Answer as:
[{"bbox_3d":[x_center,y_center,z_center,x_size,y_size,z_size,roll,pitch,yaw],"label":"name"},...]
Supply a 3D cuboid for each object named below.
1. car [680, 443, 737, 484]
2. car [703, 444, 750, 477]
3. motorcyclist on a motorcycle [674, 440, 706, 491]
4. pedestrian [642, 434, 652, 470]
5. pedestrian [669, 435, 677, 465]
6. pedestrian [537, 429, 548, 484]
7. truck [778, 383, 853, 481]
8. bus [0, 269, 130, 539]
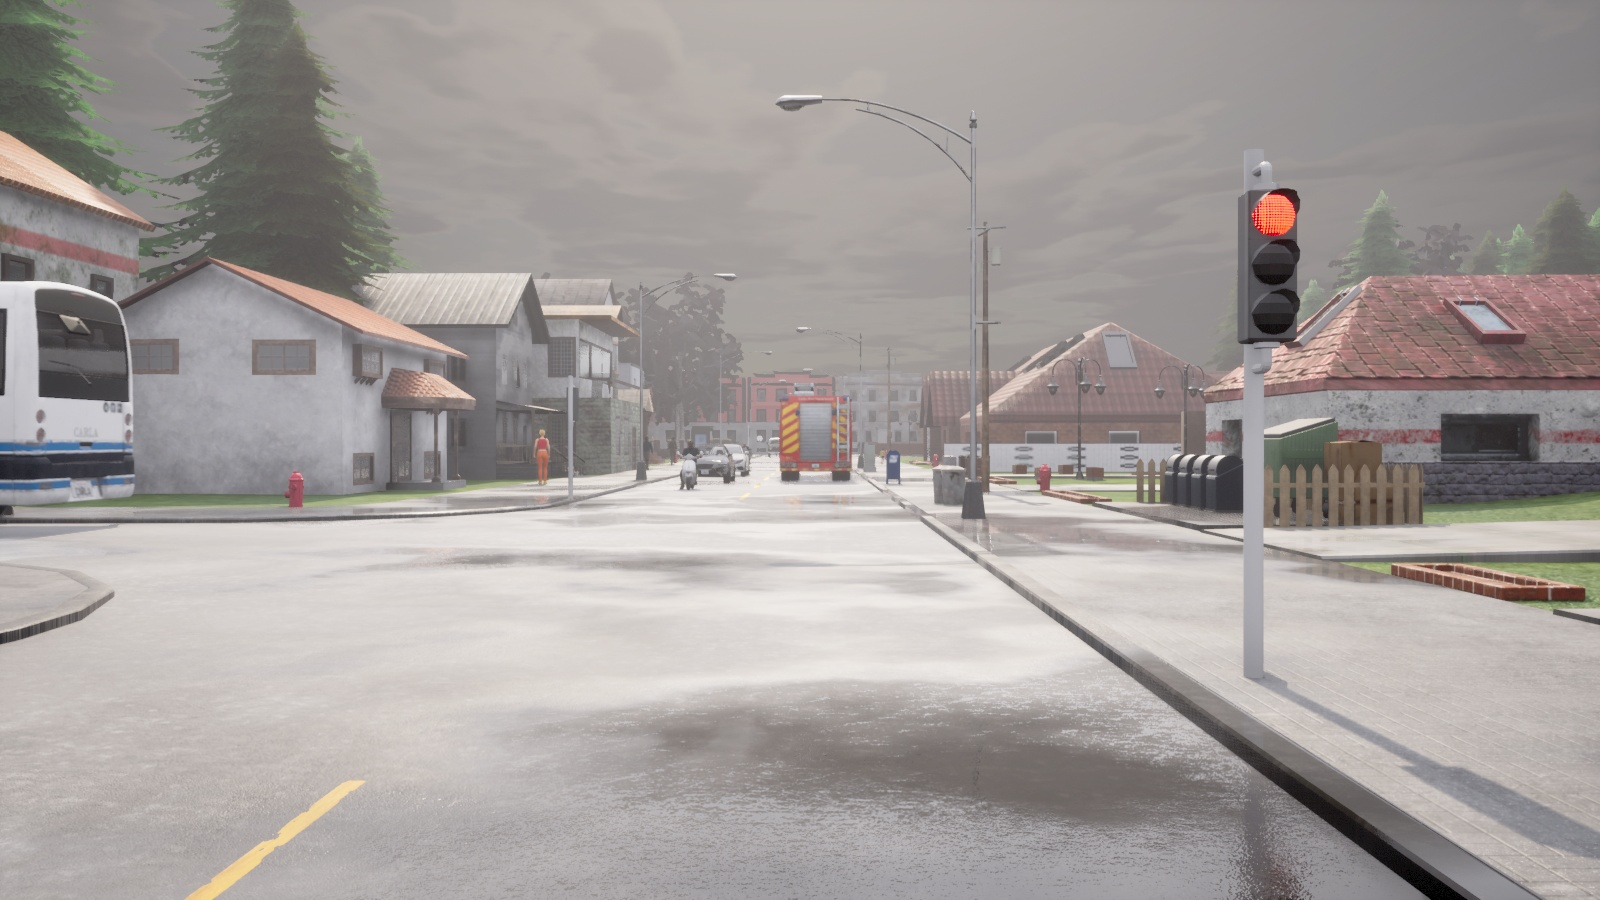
[{"bbox_3d":[-3.413,0.489,47.445,1.816,1.474,4.193,0,0,1],"label":"car"},{"bbox_3d":[-3.294,0.447,57.229,1.812,1.442,4.674,0,0,1],"label":"car"},{"bbox_3d":[-3.507,0.470,40.226,0.866,1.590,1.817,0,0,1],"label":"motorcyclist on a motorcycle"},{"bbox_3d":[-7.818,0.088,64.156,0.370,1.835,0.726,0,0,2],"label":"pedestrian"},{"bbox_3d":[-8.081,-0.003,80.184,0.395,1.930,0.692,0,0,4],"label":"pedestrian"},{"bbox_3d":[-8.599,0.212,41.942,0.345,1.836,0.594,0,0,-10],"label":"pedestrian"},{"bbox_3d":[0.659,-0.717,53.016,2.891,3.827,8.468,0,0,1],"label":"truck"},{"bbox_3d":[-17.713,-0.766,21.577,10.273,4.253,3.944,0,0,0],"label":"bus"}]
